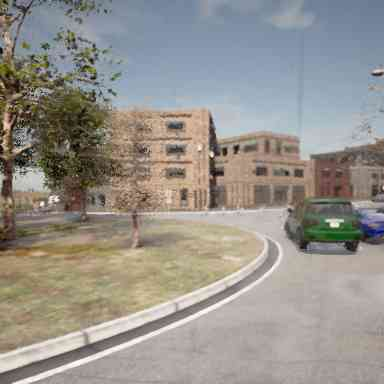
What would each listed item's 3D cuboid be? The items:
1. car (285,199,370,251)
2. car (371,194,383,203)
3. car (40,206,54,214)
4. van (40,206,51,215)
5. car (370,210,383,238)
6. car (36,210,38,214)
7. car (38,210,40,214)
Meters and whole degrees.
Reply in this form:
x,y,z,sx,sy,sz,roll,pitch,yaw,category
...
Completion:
x,y,z,sx,sy,sz,roll,pitch,yaw,category
5.602,1.319,14.829,2.150,2.045,5.566,0,0,8,car
33.985,1.047,59.290,5.357,1.411,2.033,-6,3,-37,car
-28.392,3.769,65.923,2.002,1.452,4.674,2,-5,-27,car
-33.443,4.306,75.805,1.878,1.987,4.442,0,-4,-27,van
8.767,1.615,16.781,1.812,1.442,4.674,0,-1,3,car
-38.378,5.361,85.505,2.002,1.452,4.674,0,-4,-27,car
-30.894,4.156,70.802,2.163,1.488,4.792,0,-4,-27,car
